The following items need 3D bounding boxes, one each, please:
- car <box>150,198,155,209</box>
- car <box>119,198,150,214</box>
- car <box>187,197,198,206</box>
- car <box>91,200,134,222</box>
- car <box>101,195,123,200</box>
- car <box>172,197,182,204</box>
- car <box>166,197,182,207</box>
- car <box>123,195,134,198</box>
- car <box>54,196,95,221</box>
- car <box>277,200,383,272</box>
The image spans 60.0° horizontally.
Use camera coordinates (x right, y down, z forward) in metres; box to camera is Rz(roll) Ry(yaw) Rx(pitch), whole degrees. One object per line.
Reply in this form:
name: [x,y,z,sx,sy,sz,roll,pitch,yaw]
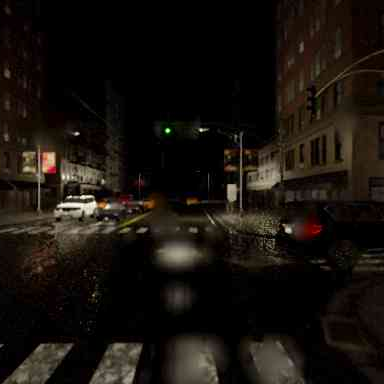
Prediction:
car: [-6.497,1.673,48.702,1.882,1.535,5.008,0,0,0]
car: [-6.556,1.703,38.326,2.033,1.411,5.357,0,0,0]
car: [0.042,1.719,60.853,1.882,1.535,5.008,0,-1,1]
car: [-6.593,1.664,28.251,2.033,1.411,5.357,0,0,0]
car: [-9.806,1.508,38.233,2.097,1.767,4.553,0,0,0]
car: [-3.246,1.812,72.940,1.812,1.442,4.674,0,0,0]
car: [-3.147,1.695,54.453,1.882,1.535,5.008,0,0,0]
car: [-9.747,1.417,48.635,2.150,2.045,5.566,0,0,0]
car: [-9.849,1.340,28.673,2.150,2.045,5.566,0,0,-1]
car: [5.521,1.279,10.941,5.566,2.045,2.150,0,-3,-17]
